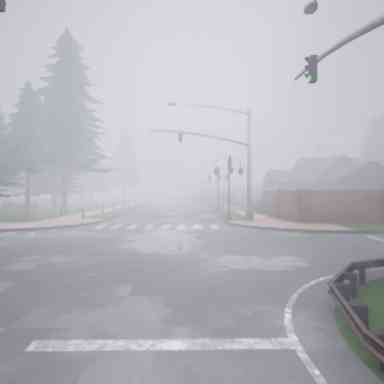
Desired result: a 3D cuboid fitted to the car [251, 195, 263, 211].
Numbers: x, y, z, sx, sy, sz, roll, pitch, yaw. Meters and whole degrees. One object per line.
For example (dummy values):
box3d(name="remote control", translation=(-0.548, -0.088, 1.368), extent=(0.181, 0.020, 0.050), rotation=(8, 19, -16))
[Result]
box3d(name="car", translation=(8.893, 1.139, 36.757), extent=(4.605, 1.855, 1.932), rotation=(0, 0, -1))
